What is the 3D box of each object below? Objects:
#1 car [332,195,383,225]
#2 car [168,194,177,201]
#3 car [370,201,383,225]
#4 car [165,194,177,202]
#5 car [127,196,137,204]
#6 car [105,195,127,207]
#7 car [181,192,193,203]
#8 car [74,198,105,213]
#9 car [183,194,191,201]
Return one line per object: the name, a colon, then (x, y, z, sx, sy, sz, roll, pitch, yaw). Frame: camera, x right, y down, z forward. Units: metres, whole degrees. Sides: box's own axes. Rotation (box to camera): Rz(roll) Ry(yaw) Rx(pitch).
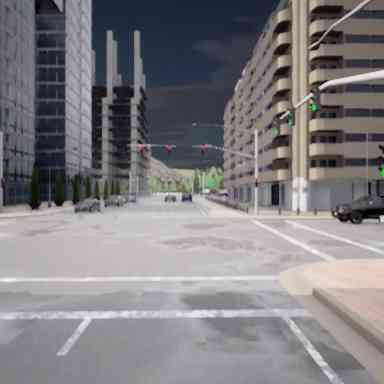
car: (13.188, 1.241, 24.160, 5.566, 2.045, 2.150, 0, 0, -1)
car: (-4.697, 1.351, 79.560, 1.882, 1.535, 5.008, 0, 0, -1)
car: (14.256, 1.516, 20.680, 4.902, 1.511, 2.128, 0, 0, -1)
car: (-4.543, 1.244, 69.466, 2.097, 1.767, 4.553, 0, 0, -1)
car: (-11.483, 1.429, 62.381, 1.812, 1.442, 4.674, 0, 0, 0)
car: (-11.310, 1.279, 48.399, 2.097, 1.767, 4.553, 0, 0, -1)
car: (-1.034, 1.116, 68.881, 2.150, 2.045, 5.566, 0, 0, -1)
car: (-11.138, 1.447, 35.709, 1.837, 1.490, 4.892, 0, 1, 0)
car: (-1.198, 1.351, 79.614, 1.882, 1.535, 5.008, 0, 0, -1)
